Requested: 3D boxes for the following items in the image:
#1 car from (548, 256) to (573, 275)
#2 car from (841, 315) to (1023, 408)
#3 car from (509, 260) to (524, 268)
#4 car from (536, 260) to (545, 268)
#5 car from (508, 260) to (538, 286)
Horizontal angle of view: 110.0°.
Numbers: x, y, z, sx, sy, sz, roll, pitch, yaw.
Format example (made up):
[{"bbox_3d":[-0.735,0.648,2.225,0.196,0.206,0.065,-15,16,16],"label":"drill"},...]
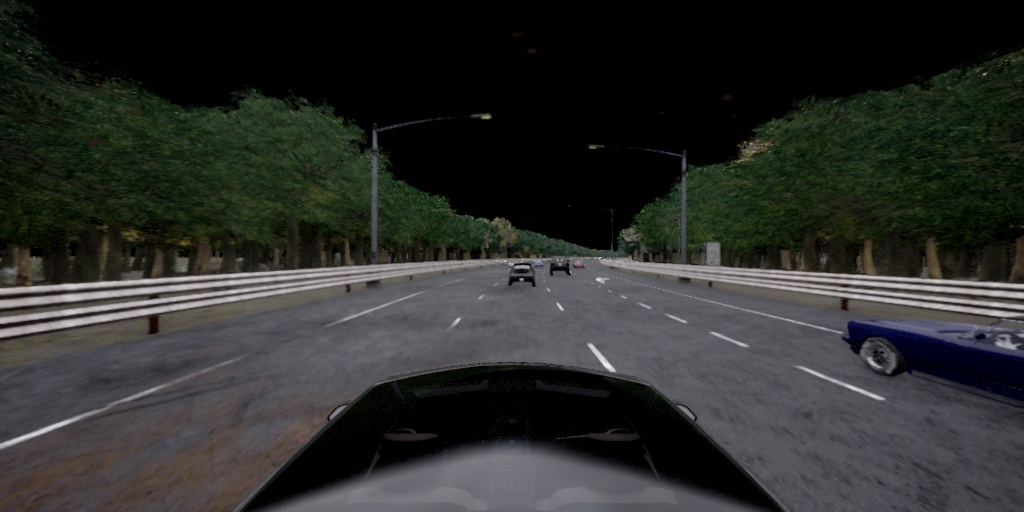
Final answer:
[{"bbox_3d":[5.328,1.033,40.374,2.150,2.045,5.566,0,0,6],"label":"car"},{"bbox_3d":[7.093,1.394,4.543,1.895,1.301,4.718,0,0,0],"label":"car"},{"bbox_3d":[0.764,1.419,62.220,1.895,1.301,4.718,0,0,9],"label":"car"},{"bbox_3d":[4.889,1.393,65.105,2.033,1.411,5.357,0,0,8],"label":"car"},{"bbox_3d":[0.773,1.275,25.690,1.837,1.490,4.892,0,0,3],"label":"car"}]
